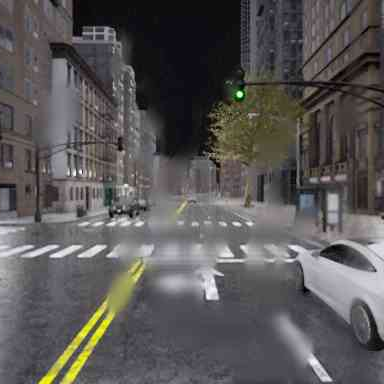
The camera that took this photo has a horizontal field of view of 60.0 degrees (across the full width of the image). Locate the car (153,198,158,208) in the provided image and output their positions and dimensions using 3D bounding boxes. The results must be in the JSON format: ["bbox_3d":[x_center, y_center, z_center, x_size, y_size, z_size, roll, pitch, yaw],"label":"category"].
[{"bbox_3d":[-6.591,1.744,53.298,2.128,1.511,4.902,0,0,0],"label":"car"}]

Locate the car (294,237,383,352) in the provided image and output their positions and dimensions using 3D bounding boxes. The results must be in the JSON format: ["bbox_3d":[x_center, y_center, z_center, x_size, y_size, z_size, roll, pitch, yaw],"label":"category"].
[{"bbox_3d":[3.350,1.562,6.100,1.812,1.442,4.674,0,0,0],"label":"car"}]

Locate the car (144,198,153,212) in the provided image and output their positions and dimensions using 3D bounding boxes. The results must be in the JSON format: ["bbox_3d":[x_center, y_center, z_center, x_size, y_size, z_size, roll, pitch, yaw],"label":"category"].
[{"bbox_3d":[-6.600,1.698,42.980,1.882,1.535,5.008,0,0,0],"label":"car"}]

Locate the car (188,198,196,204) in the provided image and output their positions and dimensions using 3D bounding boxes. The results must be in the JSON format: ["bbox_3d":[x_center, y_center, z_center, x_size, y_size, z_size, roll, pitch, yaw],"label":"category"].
[{"bbox_3d":[0.003,1.880,73.113,1.895,1.301,4.718,0,0,0],"label":"car"}]

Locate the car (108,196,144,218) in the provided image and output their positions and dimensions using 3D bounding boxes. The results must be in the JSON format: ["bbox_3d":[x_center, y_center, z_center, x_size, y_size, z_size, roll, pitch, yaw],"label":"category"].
[{"bbox_3d":[-6.571,1.398,32.870,2.150,2.045,5.566,0,0,1],"label":"car"}]
